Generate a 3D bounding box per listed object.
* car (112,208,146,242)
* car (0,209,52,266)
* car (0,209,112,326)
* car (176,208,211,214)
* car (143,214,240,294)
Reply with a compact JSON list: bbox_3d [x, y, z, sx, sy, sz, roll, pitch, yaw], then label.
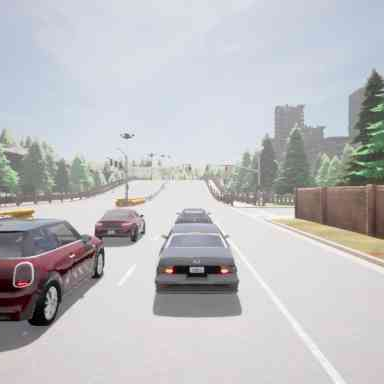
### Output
[{"bbox_3d":[-3.408,1.526,16.216,1.812,1.442,4.674,0,0,-1],"label":"car"},{"bbox_3d":[-6.903,1.493,11.452,2.128,1.511,4.902,0,0,0],"label":"car"},{"bbox_3d":[-3.403,1.352,7.222,2.097,1.767,4.553,0,0,0],"label":"car"},{"bbox_3d":[0.096,1.564,18.168,1.994,1.385,4.181,0,0,0],"label":"car"},{"bbox_3d":[0.097,1.547,8.927,2.033,1.411,5.357,0,0,0],"label":"car"}]
